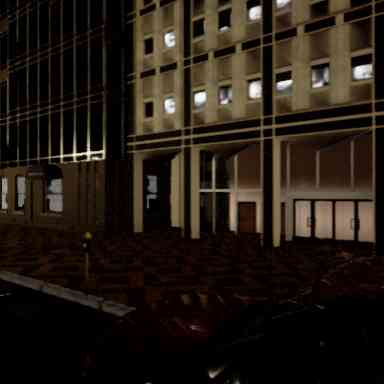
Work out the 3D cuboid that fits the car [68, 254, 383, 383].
[{"bbox_3d":[1.429,1.316,1.861,5.009,1.841,2.192,0,0,36],"label":"car"}]
